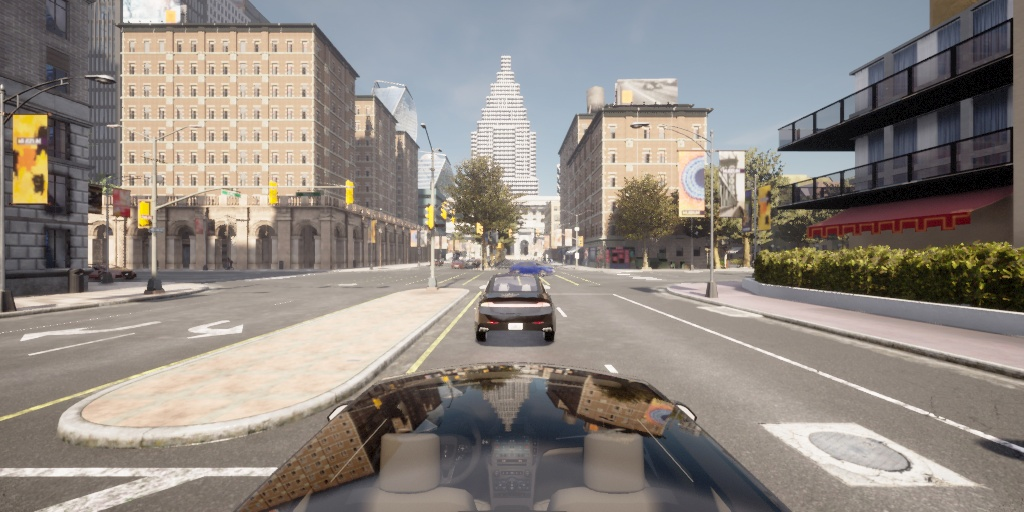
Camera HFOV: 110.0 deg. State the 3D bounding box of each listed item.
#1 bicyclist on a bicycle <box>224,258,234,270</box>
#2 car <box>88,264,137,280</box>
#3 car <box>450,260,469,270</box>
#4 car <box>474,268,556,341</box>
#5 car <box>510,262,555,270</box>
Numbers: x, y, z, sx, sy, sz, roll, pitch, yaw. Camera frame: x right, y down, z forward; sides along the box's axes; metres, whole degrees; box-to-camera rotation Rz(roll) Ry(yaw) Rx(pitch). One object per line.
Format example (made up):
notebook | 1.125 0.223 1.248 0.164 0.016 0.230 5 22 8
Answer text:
bicyclist on a bicycle | -37.237 1.050 47.246 0.582 1.620 1.656 0 0 0
car | -33.463 1.314 29.294 4.181 1.385 1.994 0 0 0
car | -8.009 1.276 54.128 1.812 1.442 4.674 0 0 0
car | 0.083 1.242 9.836 2.128 1.511 4.902 0 0 0
car | 1.951 1.275 35.202 4.674 1.442 1.812 0 0 27
